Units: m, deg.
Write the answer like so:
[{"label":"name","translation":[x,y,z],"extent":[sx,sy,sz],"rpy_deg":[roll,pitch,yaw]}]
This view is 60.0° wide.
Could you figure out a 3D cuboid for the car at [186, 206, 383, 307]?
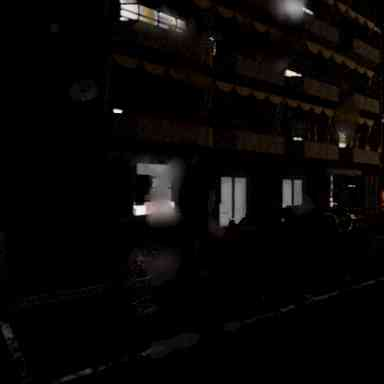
[{"label":"car","translation":[2.274,1.311,8.172],"extent":[5.009,1.841,2.192],"rpy_deg":[0,0,-35]}]
